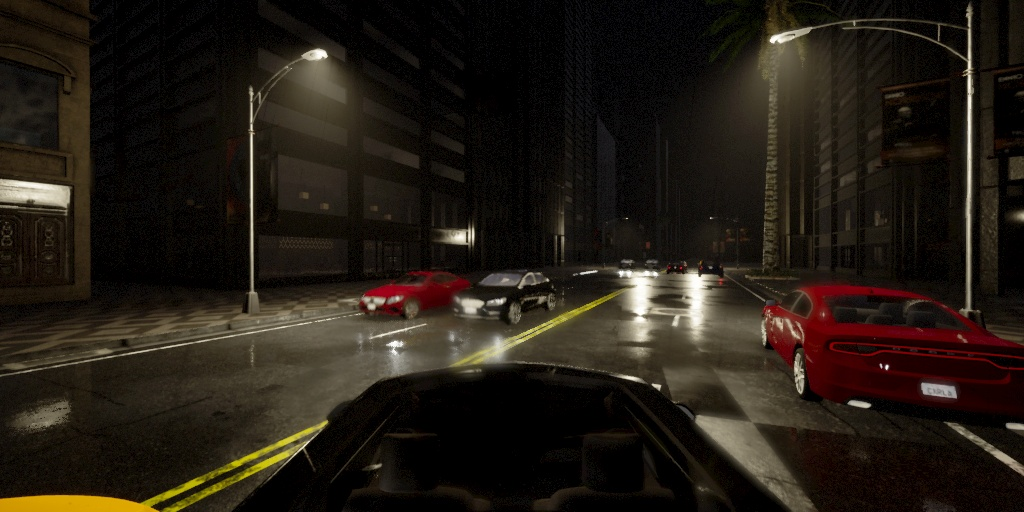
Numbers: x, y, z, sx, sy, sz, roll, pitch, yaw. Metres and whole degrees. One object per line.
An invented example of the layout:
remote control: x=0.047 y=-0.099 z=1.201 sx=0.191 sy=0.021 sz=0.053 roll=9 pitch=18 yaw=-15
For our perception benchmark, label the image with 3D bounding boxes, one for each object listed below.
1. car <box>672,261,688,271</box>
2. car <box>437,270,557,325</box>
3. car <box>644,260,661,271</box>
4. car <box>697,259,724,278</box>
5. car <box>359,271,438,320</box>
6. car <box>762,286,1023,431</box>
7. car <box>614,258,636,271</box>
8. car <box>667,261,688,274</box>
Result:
car: x=23.566 y=1.381 z=50.266 sx=1.895 sy=1.301 sz=4.718 roll=0 pitch=0 yaw=27
car: x=-0.014 y=1.242 z=12.041 sx=2.128 sy=1.511 sz=4.902 roll=0 pitch=0 yaw=27
car: x=19.657 y=1.270 z=50.197 sx=2.128 sy=1.511 sz=4.902 roll=0 pitch=0 yaw=27
car: x=19.310 y=1.118 z=34.948 sx=2.097 sy=1.767 sz=4.553 roll=0 pitch=0 yaw=27
car: x=-3.200 y=1.276 z=12.952 sx=1.812 sy=1.442 sz=4.674 roll=0 pitch=0 yaw=27
car: x=5.517 y=1.228 z=5.880 sx=1.882 sy=1.535 sz=5.008 roll=0 pitch=0 yaw=27
car: x=16.418 y=1.269 z=51.009 sx=2.128 sy=1.511 sz=4.902 roll=0 pitch=0 yaw=27
car: x=18.673 y=1.317 z=40.771 sx=2.033 sy=1.411 sz=5.357 roll=0 pitch=0 yaw=27
